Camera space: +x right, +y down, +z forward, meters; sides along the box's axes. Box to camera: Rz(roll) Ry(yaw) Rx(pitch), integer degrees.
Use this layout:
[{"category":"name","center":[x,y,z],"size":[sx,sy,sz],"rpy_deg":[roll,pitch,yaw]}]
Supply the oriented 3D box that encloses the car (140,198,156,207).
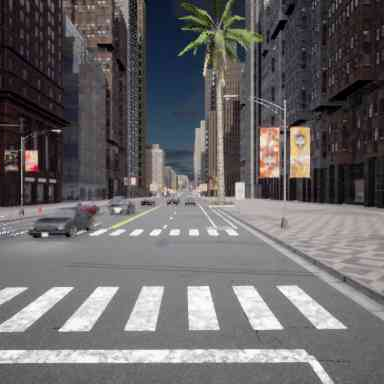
[{"category":"car","center":[-6.854,1.631,51.897],"size":[1.895,1.301,4.718],"rpy_deg":[0,0,1]}]

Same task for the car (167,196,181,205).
[{"category":"car","center":[-3.481,1.646,59.744],"size":[1.895,1.301,4.718],"rpy_deg":[0,0,-1]}]

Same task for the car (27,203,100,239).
[{"category":"car","center":[-6.697,1.549,17.769],"size":[2.033,1.411,5.357],"rpy_deg":[0,0,0]}]

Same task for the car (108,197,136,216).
[{"category":"car","center":[-6.778,1.499,32.744],"size":[2.128,1.511,4.902],"rpy_deg":[0,0,0]}]

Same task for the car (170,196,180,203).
[{"category":"car","center":[-3.532,1.593,69.852],"size":[1.812,1.442,4.674],"rpy_deg":[0,0,0]}]

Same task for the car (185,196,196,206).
[{"category":"car","center":[-0.308,1.585,56.112],"size":[2.033,1.411,5.357],"rpy_deg":[0,0,0]}]

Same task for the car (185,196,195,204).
[{"category":"car","center":[-0.365,1.538,66.534],"size":[1.882,1.535,5.008],"rpy_deg":[0,0,0]}]
